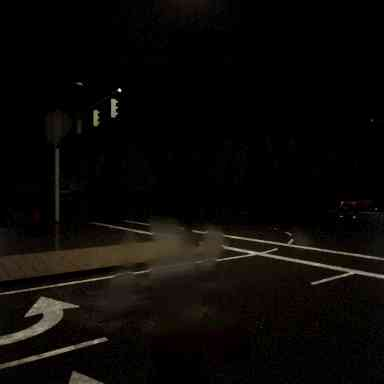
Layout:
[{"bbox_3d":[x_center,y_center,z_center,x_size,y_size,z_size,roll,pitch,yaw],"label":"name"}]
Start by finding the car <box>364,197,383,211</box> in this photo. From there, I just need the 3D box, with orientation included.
[{"bbox_3d":[22.854,1.547,38.891,5.357,1.411,2.033,0,0,-35],"label":"car"}]

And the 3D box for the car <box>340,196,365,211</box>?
[{"bbox_3d":[20.442,1.352,41.424,4.553,1.767,2.097,0,0,-36],"label":"car"}]

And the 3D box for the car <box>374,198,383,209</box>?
[{"bbox_3d":[27.458,1.564,46.452,4.181,1.385,1.994,0,0,-36],"label":"car"}]
